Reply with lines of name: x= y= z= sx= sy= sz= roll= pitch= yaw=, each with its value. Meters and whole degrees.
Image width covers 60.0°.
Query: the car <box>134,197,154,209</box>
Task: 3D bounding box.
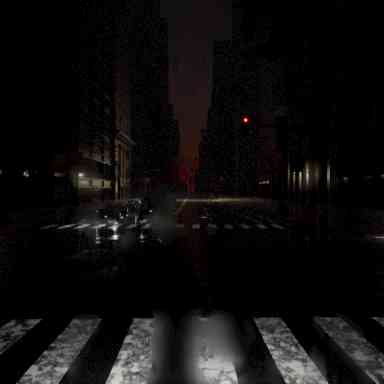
car: x=-6.615 y=1.456 z=46.460 sx=2.128 sy=1.511 sz=4.902 roll=0 pitch=0 yaw=0

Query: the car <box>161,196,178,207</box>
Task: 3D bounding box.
car: x=-3.358 y=1.450 z=50.499 sx=2.128 sy=1.511 sz=4.902 roll=0 pitch=0 yaw=0

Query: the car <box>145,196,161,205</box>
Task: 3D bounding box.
car: x=-6.588 y=1.495 z=57.115 sx=2.033 sy=1.411 sz=5.357 roll=0 pitch=0 yaw=0

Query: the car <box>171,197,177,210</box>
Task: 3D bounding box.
car: x=-3.367 y=1.463 z=40.077 sx=2.128 sy=1.511 sz=4.902 roll=0 pitch=0 yaw=0

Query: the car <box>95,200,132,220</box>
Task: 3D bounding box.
car: x=-6.632 y=1.584 z=27.936 sx=1.895 sy=1.301 sz=4.718 roll=0 pitch=0 yaw=1

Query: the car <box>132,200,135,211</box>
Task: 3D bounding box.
car: x=-6.618 y=1.575 z=37.052 sx=1.895 sy=1.301 sz=4.718 roll=0 pitch=0 yaw=0

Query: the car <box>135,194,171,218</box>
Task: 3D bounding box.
car: x=-3.364 y=1.203 z=29.983 sx=2.150 sy=2.045 sz=5.566 roll=0 pitch=0 yaw=0
